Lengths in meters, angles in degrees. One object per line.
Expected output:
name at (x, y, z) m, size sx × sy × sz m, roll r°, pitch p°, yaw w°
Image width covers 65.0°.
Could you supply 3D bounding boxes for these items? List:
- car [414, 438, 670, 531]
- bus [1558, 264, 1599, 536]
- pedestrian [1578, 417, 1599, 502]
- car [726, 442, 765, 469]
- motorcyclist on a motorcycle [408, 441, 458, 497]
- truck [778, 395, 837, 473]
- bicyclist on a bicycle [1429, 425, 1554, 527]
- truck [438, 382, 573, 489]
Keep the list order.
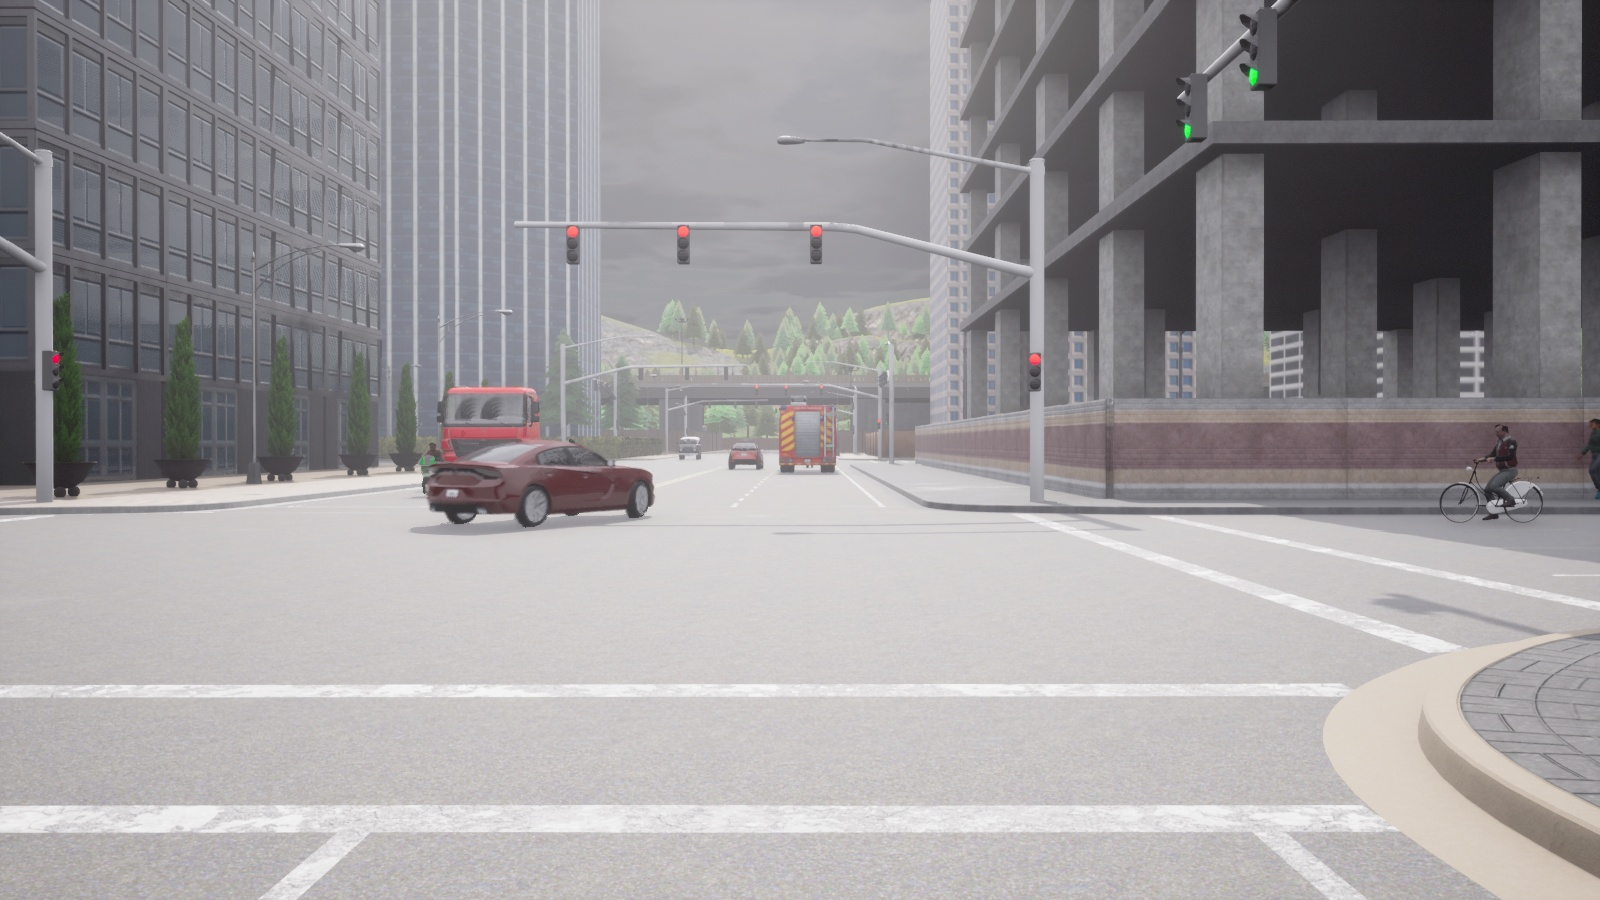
car at (-4.654, 0.559, 23.536) m, size 1.882 × 1.535 × 5.008 m, roll 0°, pitch 0°, yaw 29°
bus at (17.662, -0.777, 18.774) m, size 10.273 × 4.253 × 3.944 m, roll 0°, pitch 0°, yaw 0°
pedestrian at (17.546, 0.208, 27.636) m, size 0.614 × 1.847 × 0.353 m, roll 0°, pitch 0°, yaw 2°
car at (-3.074, 0.287, 71.449) m, size 2.007 × 1.525 × 4.514 m, roll 0°, pitch 0°, yaw 0°
motorcyclist on a motorcycle at (-10.282, 0.521, 35.276) m, size 0.797 × 1.523 × 2.044 m, roll 0°, pitch 0°, yaw 0°
truck at (0.394, -0.790, 65.806) m, size 2.891 × 3.827 × 8.468 m, roll 0°, pitch 0°, yaw 0°
bicyclist on a bicycle at (12.256, 0.445, 22.293) m, size 1.843 × 1.776 × 0.659 m, roll 0°, pitch 0°, yaw 0°
truck at (-10.232, -0.495, 44.546) m, size 2.891 × 3.462 × 7.936 m, roll 0°, pitch 0°, yaw 0°
